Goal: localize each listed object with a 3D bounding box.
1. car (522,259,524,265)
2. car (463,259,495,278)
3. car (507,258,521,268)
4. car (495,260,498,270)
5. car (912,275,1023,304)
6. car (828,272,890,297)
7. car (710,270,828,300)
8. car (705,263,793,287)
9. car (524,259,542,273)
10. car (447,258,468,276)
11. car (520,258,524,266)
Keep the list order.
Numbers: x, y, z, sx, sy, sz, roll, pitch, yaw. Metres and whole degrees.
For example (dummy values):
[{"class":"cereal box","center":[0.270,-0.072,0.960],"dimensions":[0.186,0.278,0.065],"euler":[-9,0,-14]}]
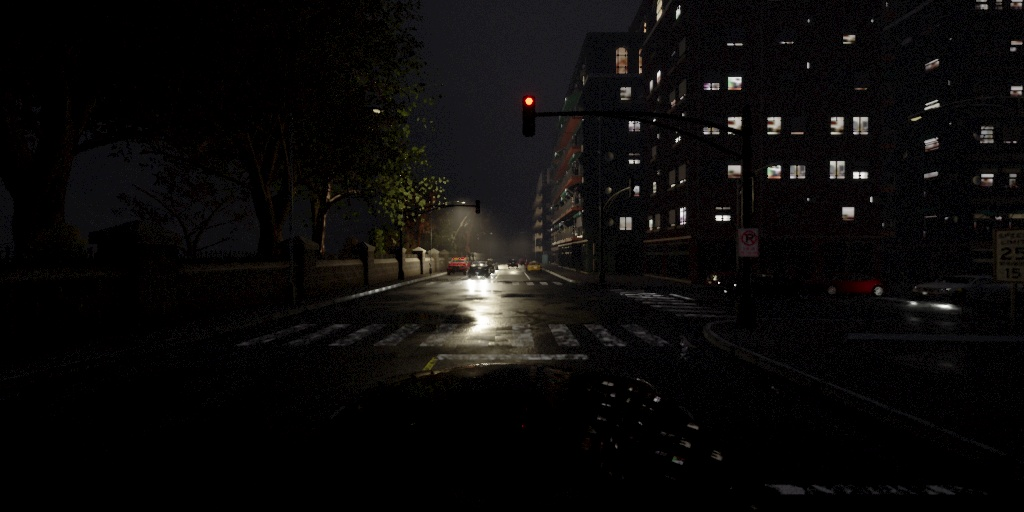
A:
[{"class":"car","center":[2.745,1.342,49.616],"dimensions":[1.888,1.381,4.507],"euler":[0,0,0]},{"class":"car","center":[-3.064,1.269,34.313],"dimensions":[2.128,1.511,4.902],"euler":[0,0,0]},{"class":"car","center":[0.171,1.366,64.329],"dimensions":[2.033,1.411,5.357],"euler":[0,0,-1]},{"class":"car","center":[-3.049,1.294,43.664],"dimensions":[1.837,1.490,4.892],"euler":[0,0,0]},{"class":"car","center":[24.625,1.754,19.370],"dimensions":[4.674,1.442,1.812],"euler":[1,0,0]},{"class":"car","center":[20.315,1.686,21.958],"dimensions":[4.507,1.381,1.888],"euler":[0,0,0]},{"class":"car","center":[13.724,1.631,19.351],"dimensions":[4.718,1.301,1.895],"euler":[1,0,0]},{"class":"car","center":[14.621,1.353,21.946],"dimensions":[5.009,1.841,2.192],"euler":[0,0,0]},{"class":"car","center":[2.739,1.315,44.251],"dimensions":[1.751,1.417,4.829],"euler":[0,0,0]},{"class":"car","center":[-5.648,1.097,38.555],"dimensions":[2.192,1.841,5.009],"euler":[0,0,0]},{"class":"car","center":[2.751,1.356,55.152],"dimensions":[2.007,1.370,4.403],"euler":[0,0,0]}]
